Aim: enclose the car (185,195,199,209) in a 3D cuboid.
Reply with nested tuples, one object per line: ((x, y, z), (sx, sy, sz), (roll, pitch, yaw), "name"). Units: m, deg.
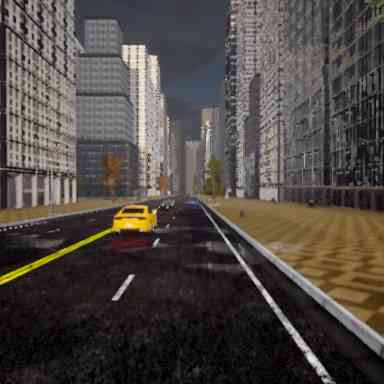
((0.002, 1.428, 43.780), (2.033, 1.411, 5.357), (0, 0, 0), "car")

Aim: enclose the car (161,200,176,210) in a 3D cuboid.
((-3.148, 1.686, 45.185), (1.895, 1.301, 4.718), (0, 0, 0), "car")

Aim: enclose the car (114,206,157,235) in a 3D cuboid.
((-3.149, 1.514, 19.212), (1.882, 1.535, 5.008), (0, 0, 0), "car")
